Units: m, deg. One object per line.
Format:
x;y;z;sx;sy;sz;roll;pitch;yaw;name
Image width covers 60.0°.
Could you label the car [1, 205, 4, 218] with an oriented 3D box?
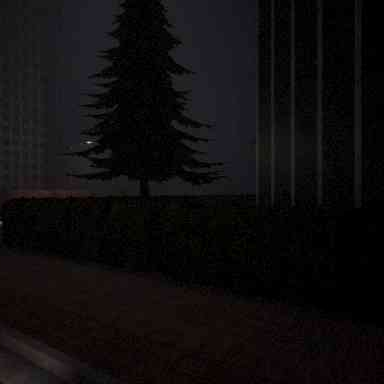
-13.118;1.560;28.389;1.837;1.490;4.892;0;0;36;car
